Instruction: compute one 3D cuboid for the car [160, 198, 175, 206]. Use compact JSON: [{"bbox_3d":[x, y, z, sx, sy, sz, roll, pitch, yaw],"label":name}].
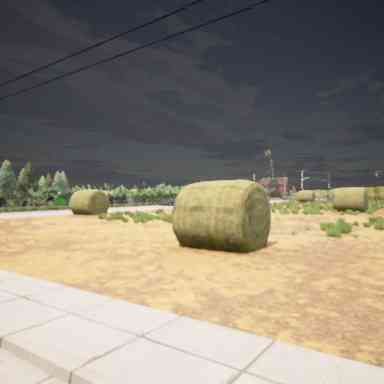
[{"bbox_3d":[-3.692,1.831,60.511,1.837,1.490,4.892,-1,-1,38],"label":"car"}]
